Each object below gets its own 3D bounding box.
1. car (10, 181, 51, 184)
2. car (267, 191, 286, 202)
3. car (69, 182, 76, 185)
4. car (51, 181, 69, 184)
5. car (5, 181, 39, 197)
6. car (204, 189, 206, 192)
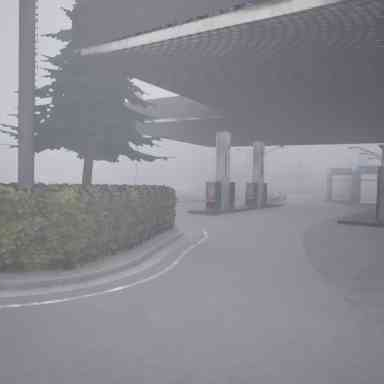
[{"bbox_3d":[-17.221,-0.176,35.204,3.866,1.878,1.905,2,2,35],"label":"car"},{"bbox_3d":[11.767,0.559,46.811,1.812,1.442,4.674,2,2,35],"label":"car"},{"bbox_3d":[-25.427,-1.281,68.062,4.605,1.855,1.932,2,2,35],"label":"car"},{"bbox_3d":[-26.765,-1.255,65.450,3.866,1.878,1.905,2,2,35],"label":"car"},{"bbox_3d":[-21.753,-0.461,42.422,4.605,1.855,1.932,2,2,35],"label":"car"},{"bbox_3d":[4.898,-0.326,65.594,5.027,1.636,2.152,2,2,35],"label":"car"}]
